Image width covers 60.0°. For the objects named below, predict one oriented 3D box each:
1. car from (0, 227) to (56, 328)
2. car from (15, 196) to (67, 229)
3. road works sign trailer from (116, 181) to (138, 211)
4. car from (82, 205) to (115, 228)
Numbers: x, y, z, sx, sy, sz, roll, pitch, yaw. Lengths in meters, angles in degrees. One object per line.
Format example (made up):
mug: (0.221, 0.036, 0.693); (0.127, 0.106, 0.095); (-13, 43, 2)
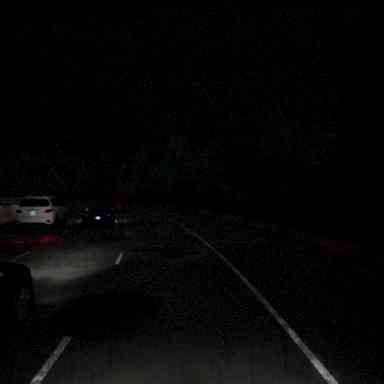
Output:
car: (-3.691, 1.502, 4.089); (2.128, 1.511, 4.902); (0, 0, -3)
car: (-9.503, 1.251, 21.264); (2.150, 2.045, 5.566); (0, 0, -12)
road works sign trailer: (-7.968, 0.495, 40.147); (2.380, 3.560, 2.880); (0, 0, -25)
car: (-6.292, 1.586, 22.684); (1.994, 1.385, 4.181); (0, 0, -12)
